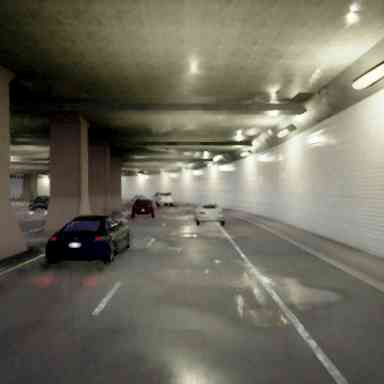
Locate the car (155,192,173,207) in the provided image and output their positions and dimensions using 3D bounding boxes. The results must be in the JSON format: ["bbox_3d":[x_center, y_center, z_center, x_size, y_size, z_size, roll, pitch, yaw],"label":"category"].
[{"bbox_3d":[-4.084,0.983,45.520,2.150,2.045,5.566,0,0,-17],"label":"car"}]

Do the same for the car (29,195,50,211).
[{"bbox_3d":[-16.502,1.163,36.858,2.097,1.767,4.553,0,0,-14],"label":"car"}]

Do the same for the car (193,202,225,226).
[{"bbox_3d":[1.116,1.410,22.527,1.812,1.442,4.674,0,0,-3],"label":"car"}]

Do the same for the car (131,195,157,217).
[{"bbox_3d":[-4.289,1.326,29.505,1.882,1.535,5.008,0,0,-7],"label":"car"}]

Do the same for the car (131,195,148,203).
[{"bbox_3d":[-9.419,1.221,59.376,1.812,1.442,4.674,0,0,-26],"label":"car"}]

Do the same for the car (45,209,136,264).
[{"bbox_3d":[-3.402,1.504,11.652,1.994,1.385,4.181,0,0,0],"label":"car"}]
